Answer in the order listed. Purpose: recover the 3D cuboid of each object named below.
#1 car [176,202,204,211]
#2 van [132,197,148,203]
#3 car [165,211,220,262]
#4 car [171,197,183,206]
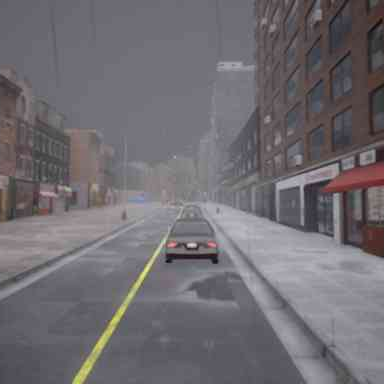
[{"bbox_3d":[-0.005,1.809,27.612,2.033,1.411,5.357,0,0,0],"label":"car"},{"bbox_3d":[-12.959,2.230,84.155,3.998,1.788,1.690,0,-3,0],"label":"van"},{"bbox_3d":[0.003,1.686,12.603,2.033,1.411,5.357,0,-1,0],"label":"car"},{"bbox_3d":[-2.806,1.822,63.347,2.097,1.767,4.553,0,-1,0],"label":"car"}]
